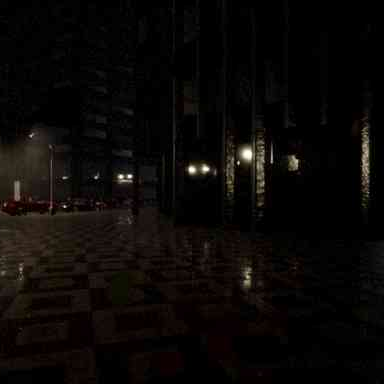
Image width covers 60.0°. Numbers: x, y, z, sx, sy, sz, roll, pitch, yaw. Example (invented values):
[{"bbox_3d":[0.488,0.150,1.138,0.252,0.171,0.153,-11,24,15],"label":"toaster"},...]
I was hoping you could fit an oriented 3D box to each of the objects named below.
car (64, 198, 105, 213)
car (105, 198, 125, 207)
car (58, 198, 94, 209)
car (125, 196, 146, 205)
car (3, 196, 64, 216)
[{"bbox_3d":[-12.186,1.570,36.589,1.947,1.339,4.313,0,0,35],"label":"car"},{"bbox_3d":[-12.754,1.573,50.736,1.802,1.307,4.206,0,0,35],"label":"car"},{"bbox_3d":[-15.967,1.539,46.101,1.887,1.381,4.507,0,0,35],"label":"car"},{"bbox_3d":[-9.542,1.428,55.371,1.967,1.590,4.097,0,0,35],"label":"car"},{"bbox_3d":[-15.399,1.322,31.953,2.192,1.841,5.009,0,0,35],"label":"car"}]
